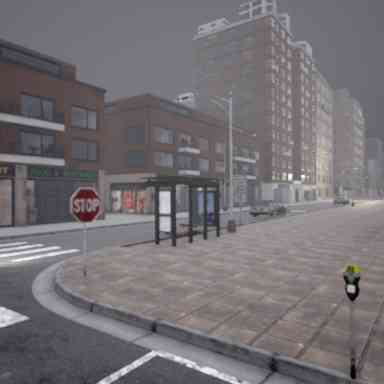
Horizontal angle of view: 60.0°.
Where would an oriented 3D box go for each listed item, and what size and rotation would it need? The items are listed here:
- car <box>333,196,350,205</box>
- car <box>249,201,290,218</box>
[{"bbox_3d":[24.445,1.356,54.275,2.128,1.511,4.902,0,-1,35],"label":"car"},{"bbox_3d":[6.952,1.474,29.527,2.033,1.411,5.357,0,0,35],"label":"car"}]
